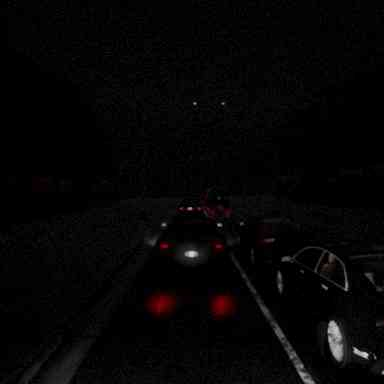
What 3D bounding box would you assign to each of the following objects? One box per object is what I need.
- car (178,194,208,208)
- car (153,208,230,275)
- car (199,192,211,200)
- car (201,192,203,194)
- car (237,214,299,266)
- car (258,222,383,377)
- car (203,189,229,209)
[{"bbox_3d":[-0.108,1.159,25.734,2.033,1.411,5.357,0,1,0],"label":"car"},{"bbox_3d":[-0.008,1.409,9.900,1.994,1.385,4.181,0,1,0],"label":"car"},{"bbox_3d":[2.230,0.697,59.479,1.887,1.381,4.507,-1,1,0],"label":"car"},{"bbox_3d":[2.693,0.595,43.331,2.150,2.045,5.566,0,1,0],"label":"car"},{"bbox_3d":[2.553,1.377,10.826,1.887,1.381,4.507,-1,1,0],"label":"car"},{"bbox_3d":[2.589,1.466,5.420,2.008,1.369,4.403,-1,1,0],"label":"car"},{"bbox_3d":[2.739,0.691,36.331,2.150,2.045,5.566,0,1,0],"label":"car"}]
